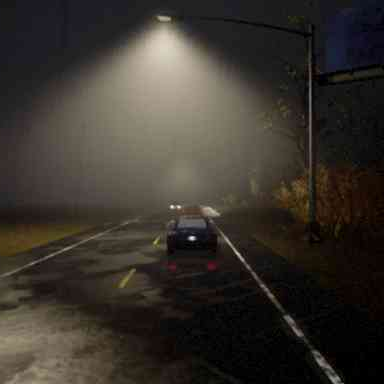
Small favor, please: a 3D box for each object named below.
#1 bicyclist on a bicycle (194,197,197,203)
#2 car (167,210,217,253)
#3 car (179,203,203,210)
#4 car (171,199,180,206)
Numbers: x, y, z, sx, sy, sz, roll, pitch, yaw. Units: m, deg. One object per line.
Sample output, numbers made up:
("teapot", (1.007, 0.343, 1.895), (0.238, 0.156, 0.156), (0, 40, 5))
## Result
("bicyclist on a bicycle", (0.985, 2.314, 94.320), (0.866, 1.612, 1.509), (0, -1, 0))
("car", (0.007, 1.698, 14.279), (1.994, 1.385, 4.181), (0, 0, 0))
("car", (0.013, 1.800, 29.375), (1.812, 1.442, 4.674), (0, 0, 0))
("car", (-3.480, 2.250, 70.996), (1.895, 1.301, 4.718), (0, -1, 0))
